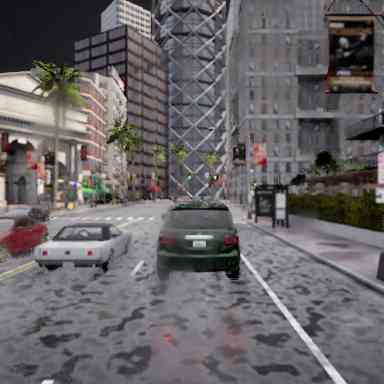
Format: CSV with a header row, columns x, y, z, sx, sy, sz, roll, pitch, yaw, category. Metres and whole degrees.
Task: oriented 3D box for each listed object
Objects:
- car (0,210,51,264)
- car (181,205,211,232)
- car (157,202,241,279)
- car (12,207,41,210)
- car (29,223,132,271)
x,y,z,sx,sy,sz,roll,pitch,yaw,category
-6.990,1.624,12.363,1.812,1.442,4.674,0,0,1,car
0.268,1.684,22.441,1.837,1.490,4.892,0,-1,1,car
0.181,1.309,10.467,2.150,2.045,5.566,0,0,0,car
-10.372,1.688,20.478,1.812,1.442,4.674,0,-1,1,car
-3.307,1.691,11.183,1.895,1.301,4.718,0,0,0,car
